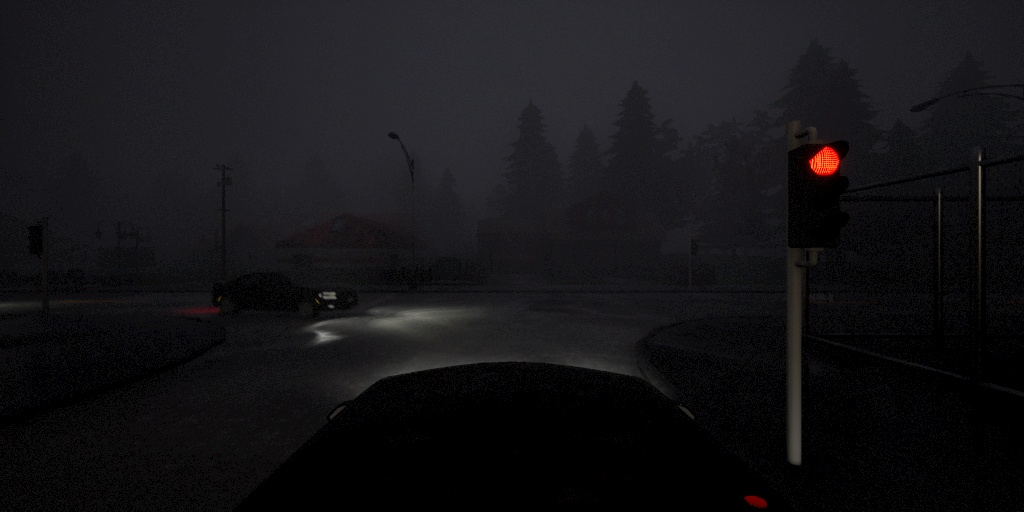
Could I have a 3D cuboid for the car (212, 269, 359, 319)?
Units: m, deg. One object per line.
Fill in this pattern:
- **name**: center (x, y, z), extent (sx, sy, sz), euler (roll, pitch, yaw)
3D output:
- **car**: center (-7.893, 1.227, 12.607), extent (5.008, 1.535, 1.882), euler (0, 0, 12)
